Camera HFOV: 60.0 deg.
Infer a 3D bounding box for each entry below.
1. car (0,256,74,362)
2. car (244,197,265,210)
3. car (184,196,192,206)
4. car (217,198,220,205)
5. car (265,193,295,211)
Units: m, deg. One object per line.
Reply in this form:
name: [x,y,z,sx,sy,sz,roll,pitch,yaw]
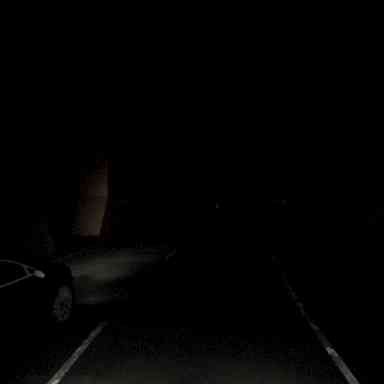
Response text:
car: [-3.096,1.467,4.018,2.128,1.511,4.902,0,0,3]
car: [7.955,1.361,41.380,1.882,1.535,5.008,0,0,25]
car: [0.520,1.304,50.655,1.882,1.535,5.008,0,0,26]
car: [5.509,1.328,52.930,2.128,1.511,4.902,0,0,26]
car: [10.516,1.124,38.640,2.150,2.045,5.566,0,0,25]
